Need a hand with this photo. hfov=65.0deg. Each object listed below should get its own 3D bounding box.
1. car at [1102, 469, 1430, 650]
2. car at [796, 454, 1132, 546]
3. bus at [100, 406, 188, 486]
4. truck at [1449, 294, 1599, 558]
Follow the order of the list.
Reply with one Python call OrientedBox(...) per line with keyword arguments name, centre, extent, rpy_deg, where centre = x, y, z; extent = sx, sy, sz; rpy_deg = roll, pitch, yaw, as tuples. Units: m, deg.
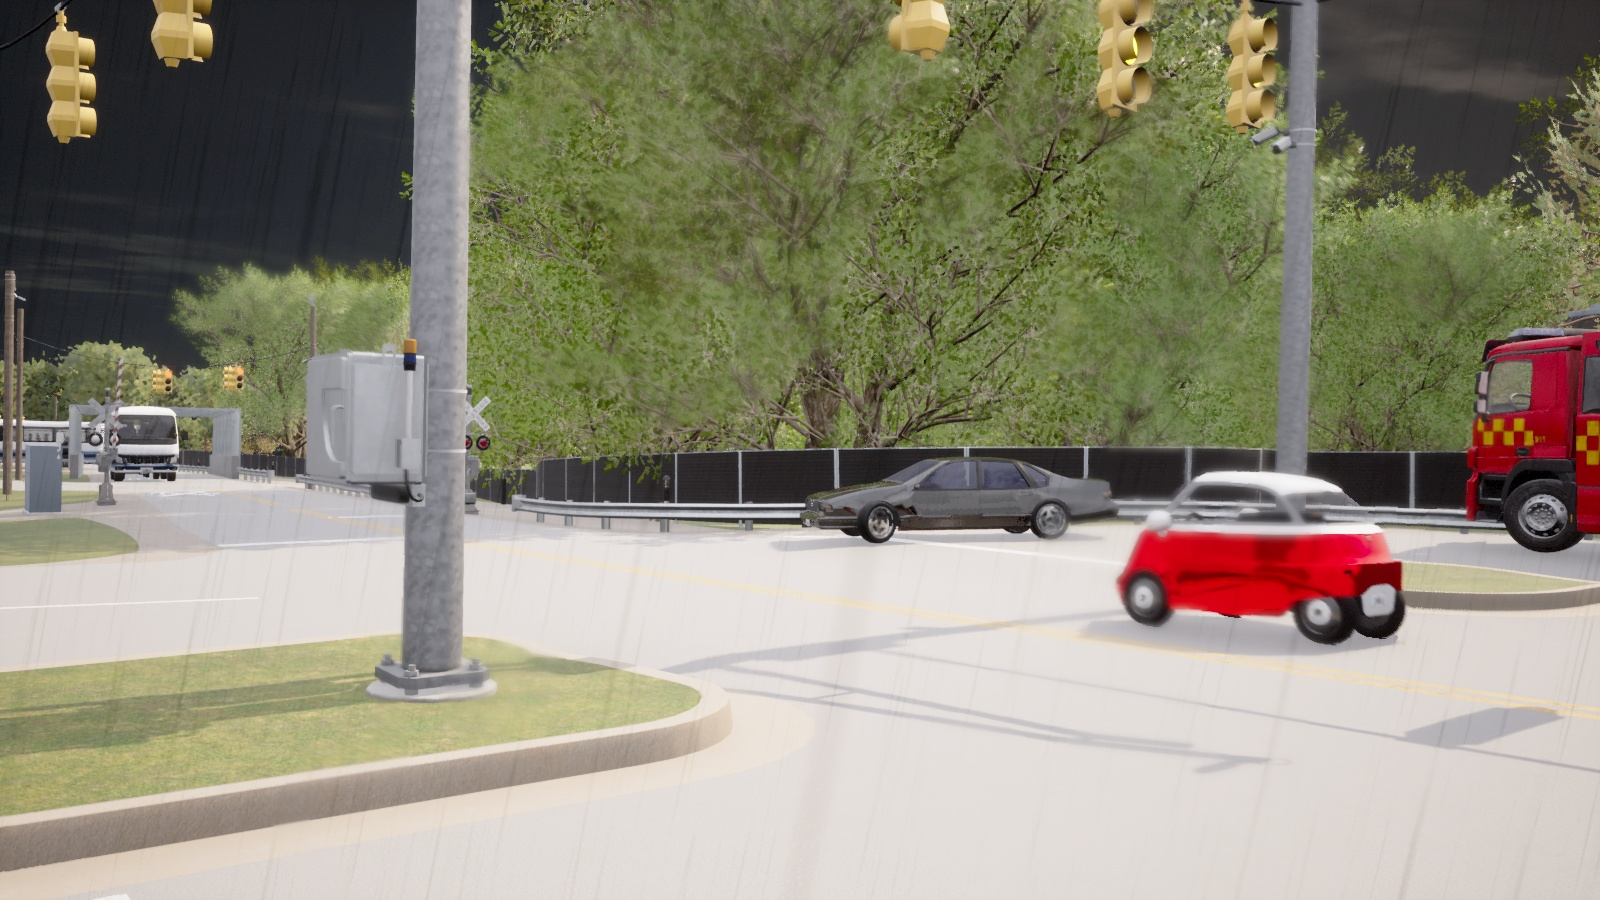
OrientedBox(name="car", centre=(3.981, 0.852, 10.883), extent=(1.481, 1.376, 2.207), rpy_deg=(1, -1, -36))
OrientedBox(name="car", centre=(2.764, 0.806, 21.676), extent=(5.357, 1.411, 2.033), rpy_deg=(-1, 0, -11))
OrientedBox(name="bus", centre=(-38.125, -0.189, 72.777), extent=(3.944, 4.253, 10.273), rpy_deg=(0, 0, -31))
OrientedBox(name="truck", centre=(13.218, -0.340, 17.422), extent=(2.891, 3.827, 8.468), rpy_deg=(0, 1, -10))
